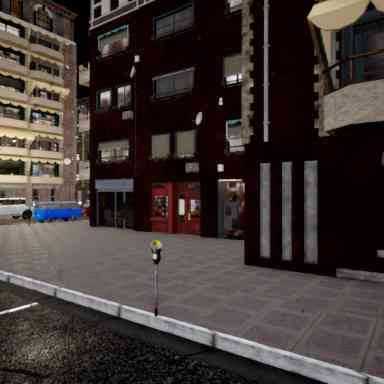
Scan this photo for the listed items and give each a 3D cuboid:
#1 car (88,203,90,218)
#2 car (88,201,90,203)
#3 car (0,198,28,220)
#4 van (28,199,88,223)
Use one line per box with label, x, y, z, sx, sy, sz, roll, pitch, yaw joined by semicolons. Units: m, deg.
car;-8.305;2.038;33.068;1.947;1.339;4.313;-1;-2;35
car;-11.419;2.080;38.607;1.994;1.385;4.181;0;-1;35
car;-17.154;1.547;30.557;2.150;2.045;5.566;0;-1;34
van;-11.372;1.707;28.456;1.690;1.788;3.998;-1;-2;35
